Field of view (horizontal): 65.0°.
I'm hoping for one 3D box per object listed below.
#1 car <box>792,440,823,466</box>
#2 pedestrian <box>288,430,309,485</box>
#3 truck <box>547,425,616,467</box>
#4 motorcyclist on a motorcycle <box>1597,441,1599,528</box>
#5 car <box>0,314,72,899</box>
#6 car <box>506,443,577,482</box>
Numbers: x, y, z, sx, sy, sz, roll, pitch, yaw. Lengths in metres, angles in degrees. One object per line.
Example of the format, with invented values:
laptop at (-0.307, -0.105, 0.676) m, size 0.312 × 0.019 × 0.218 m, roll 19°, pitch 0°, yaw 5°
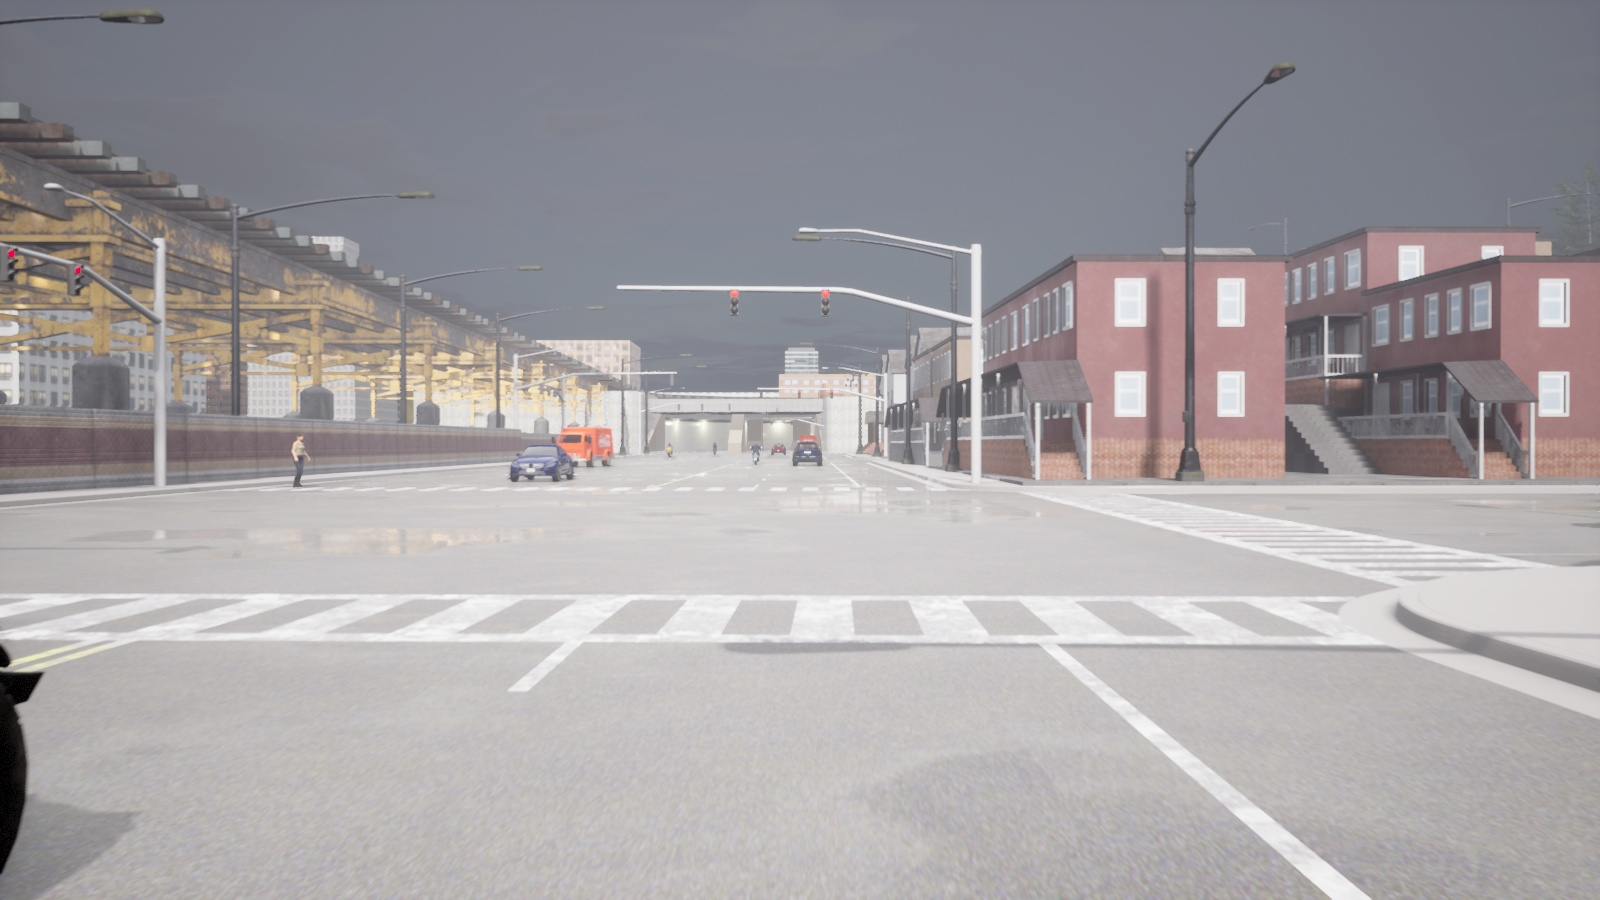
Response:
car at (0.489, 0.165, 82.681) m, size 2.033 × 1.649 × 4.856 m, roll 0°, pitch 0°, yaw 0°
pedestrian at (-16.881, 0.261, 42.268) m, size 0.594 × 1.836 × 0.345 m, roll 0°, pitch 0°, yaw 23°
truck at (-13.364, -0.238, 77.201) m, size 2.627 × 2.467 × 5.204 m, roll 0°, pitch 0°, yaw 9°
motorcyclist on a motorcycle at (15.082, 0.615, 21.733) m, size 2.044 × 1.523 × 0.797 m, roll 0°, pitch 0°, yaw 0°
car at (-3.477, 0.523, 2.384) m, size 1.905 × 1.878 × 3.866 m, roll 0°, pitch 0°, yaw 1°
car at (-10.141, 0.450, 49.605) m, size 1.812 × 1.442 × 4.674 m, roll 0°, pitch 0°, yaw 0°
